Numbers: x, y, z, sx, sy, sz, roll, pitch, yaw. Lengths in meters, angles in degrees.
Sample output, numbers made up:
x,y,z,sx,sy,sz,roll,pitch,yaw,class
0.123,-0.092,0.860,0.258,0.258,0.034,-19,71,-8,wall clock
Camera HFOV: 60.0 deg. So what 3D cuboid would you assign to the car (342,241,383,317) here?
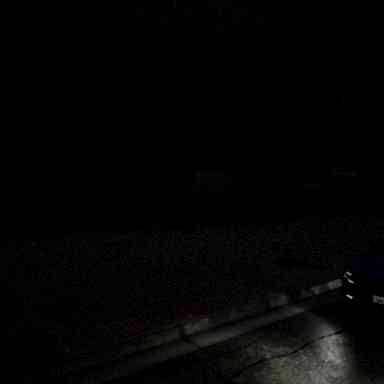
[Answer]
x,y,z,sx,sy,sz,roll,pitch,yaw,class
5.010,1.435,6.752,5.008,1.535,1.882,0,0,-36,car
